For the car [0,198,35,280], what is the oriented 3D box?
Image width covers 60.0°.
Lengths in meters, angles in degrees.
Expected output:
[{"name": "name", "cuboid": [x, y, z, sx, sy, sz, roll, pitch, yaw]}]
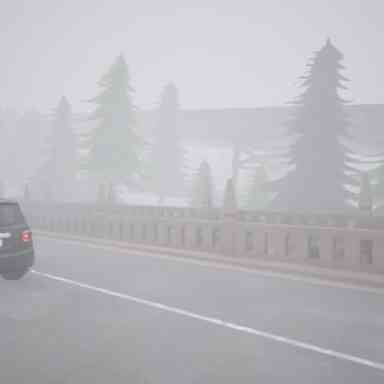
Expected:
[{"name": "car", "cuboid": [-6.258, 1.148, 8.458, 5.566, 2.045, 2.150, 0, 0, 36]}]
